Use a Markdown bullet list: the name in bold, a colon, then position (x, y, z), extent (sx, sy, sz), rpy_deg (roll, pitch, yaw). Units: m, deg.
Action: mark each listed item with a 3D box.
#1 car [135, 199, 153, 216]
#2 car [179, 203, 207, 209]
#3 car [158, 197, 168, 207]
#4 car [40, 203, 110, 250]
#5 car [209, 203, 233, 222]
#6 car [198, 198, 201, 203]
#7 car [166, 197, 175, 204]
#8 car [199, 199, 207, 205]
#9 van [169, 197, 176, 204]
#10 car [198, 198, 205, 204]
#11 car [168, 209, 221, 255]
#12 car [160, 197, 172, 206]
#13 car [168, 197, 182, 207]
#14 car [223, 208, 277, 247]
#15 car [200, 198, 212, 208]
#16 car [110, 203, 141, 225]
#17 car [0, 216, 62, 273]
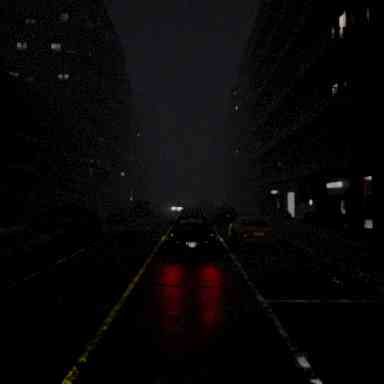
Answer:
- **car**: position (-5.673, 1.715, 38.212), extent (2.192, 1.841, 5.009), rpy_deg (1, -1, 0)
- **car**: position (0.016, 1.897, 28.282), extent (1.895, 1.301, 4.718), rpy_deg (0, -1, 0)
- **car**: position (-5.680, 2.266, 66.631), extent (1.947, 1.339, 4.313), rpy_deg (1, -1, 0)
- **car**: position (-5.672, 1.477, 15.474), extent (2.192, 1.841, 5.009), rpy_deg (1, -1, 0)
- **car**: position (2.702, 1.847, 26.901), extent (1.947, 1.339, 4.313), rpy_deg (1, -1, 0)
- **car**: position (2.699, 2.389, 78.059), extent (1.947, 1.339, 4.313), rpy_deg (1, -1, 0)
- **car**: position (-5.676, 2.260, 89.370), extent (2.192, 1.841, 5.009), rpy_deg (1, -1, 0)
- **car**: position (2.700, 2.412, 83.914), extent (1.752, 1.417, 4.829), rpy_deg (1, -1, 0)
- **van**: position (-5.677, 2.347, 95.053), extent (1.690, 1.788, 3.998), rpy_deg (1, -1, 0)
- **car**: position (2.701, 2.447, 95.113), extent (1.967, 1.590, 4.097), rpy_deg (1, -1, 0)
- **car**: position (0.022, 1.671, 13.914), extent (1.812, 1.442, 4.674), rpy_deg (0, 0, 0)
- **car**: position (-5.675, 2.076, 72.317), extent (2.192, 1.841, 5.009), rpy_deg (1, -1, 0)
- **car**: position (-3.022, 2.187, 65.492), extent (2.128, 1.511, 4.902), rpy_deg (0, -1, 0)
- **car**: position (2.703, 1.690, 15.703), extent (1.752, 1.417, 4.829), rpy_deg (1, -1, 0)
- **car**: position (2.701, 2.107, 55.492), extent (1.752, 1.417, 4.829), rpy_deg (1, -1, 0)
- **car**: position (-5.678, 1.831, 26.840), extent (2.008, 1.369, 4.403), rpy_deg (1, -1, 0)
- **car**: position (-5.676, 1.626, 9.617), extent (1.752, 1.417, 4.829), rpy_deg (1, -1, 0)
